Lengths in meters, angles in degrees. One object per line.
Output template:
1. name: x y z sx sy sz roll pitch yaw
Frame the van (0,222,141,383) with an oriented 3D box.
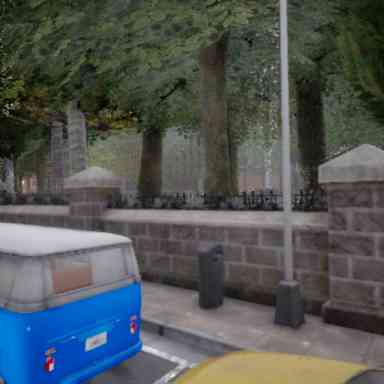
1. van: -2.528 1.367 4.633 3.998 1.788 1.690 0 -1 36

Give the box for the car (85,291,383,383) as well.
1. car: 1.766 1.522 1.561 4.829 1.417 1.752 0 -1 36
